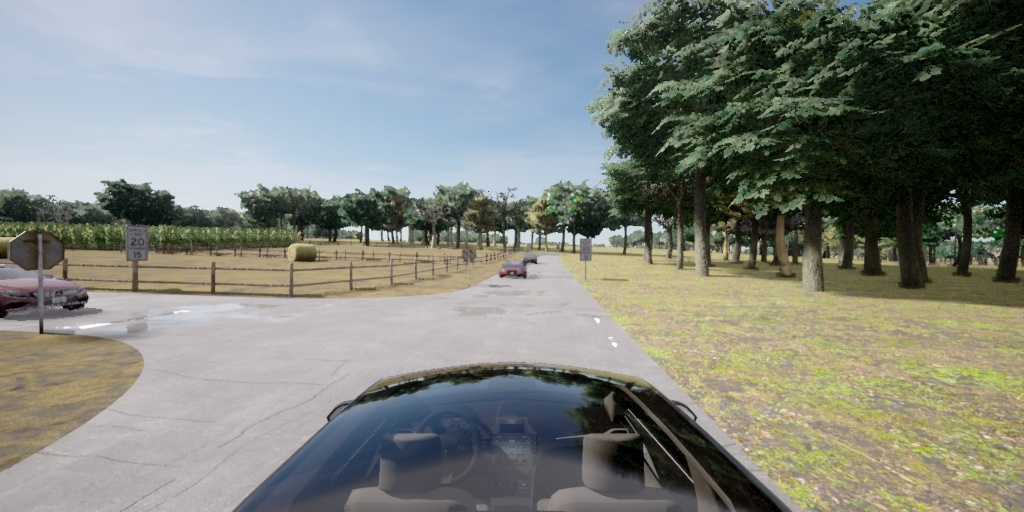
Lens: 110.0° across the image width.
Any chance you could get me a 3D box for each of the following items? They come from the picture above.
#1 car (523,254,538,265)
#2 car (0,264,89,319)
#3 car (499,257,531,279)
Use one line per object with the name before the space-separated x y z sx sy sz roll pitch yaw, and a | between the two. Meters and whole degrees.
car | 2.665 0.401 51.452 1.882 1.535 5.008 0 2 6
car | -15.405 0.965 10.624 4.674 1.442 1.812 1 1 6
car | 0.194 1.014 27.616 1.994 1.385 4.181 0 1 6
